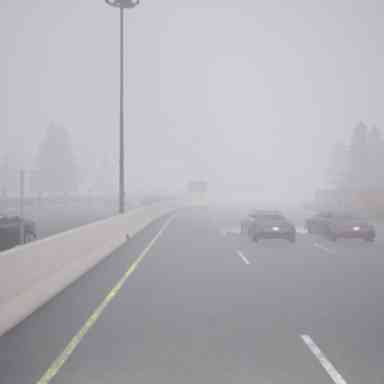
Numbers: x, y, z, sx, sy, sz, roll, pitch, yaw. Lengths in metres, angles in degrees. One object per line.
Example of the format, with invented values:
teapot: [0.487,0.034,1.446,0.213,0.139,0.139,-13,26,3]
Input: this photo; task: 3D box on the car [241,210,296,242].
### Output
car: [3.598,1.544,16.300,1.994,1.385,4.181,0,0,0]

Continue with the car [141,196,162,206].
car: [-6.731,1.435,55.619,1.837,1.490,4.892,0,0,15]

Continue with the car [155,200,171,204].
car: [-3.816,1.287,52.901,2.097,1.767,4.553,0,0,14]

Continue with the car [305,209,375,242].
car: [7.098,1.544,16.368,1.994,1.385,4.181,0,0,0]

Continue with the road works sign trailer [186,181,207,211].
road works sign trailer: [0.680,0.415,40.289,2.380,3.560,2.880,0,0,10]
